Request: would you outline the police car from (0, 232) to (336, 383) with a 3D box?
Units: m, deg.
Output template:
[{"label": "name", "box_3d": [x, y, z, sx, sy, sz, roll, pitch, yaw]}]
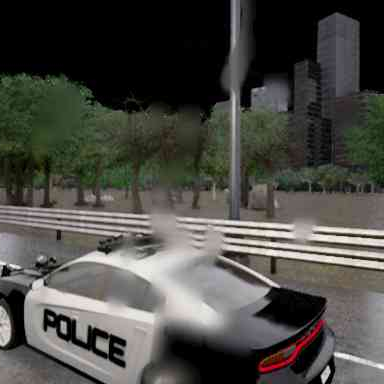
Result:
[{"label": "police car", "box_3d": [-0.899, 1.401, 4.511, 5.238, 1.638, 1.930, 1, 0, 36]}]
